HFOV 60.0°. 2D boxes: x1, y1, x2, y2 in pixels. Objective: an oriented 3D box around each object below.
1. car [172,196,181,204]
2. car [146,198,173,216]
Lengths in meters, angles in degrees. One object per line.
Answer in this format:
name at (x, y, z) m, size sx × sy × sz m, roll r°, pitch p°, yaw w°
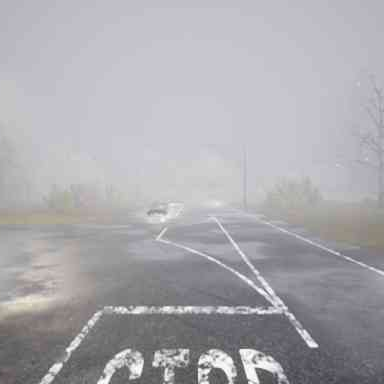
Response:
car at (-3.124, 1.533, 65.062) m, size 2.128 × 1.511 × 4.902 m, roll 0°, pitch 0°, yaw 0°
car at (-3.267, 1.573, 32.710) m, size 2.033 × 1.411 × 5.357 m, roll 0°, pitch 0°, yaw 0°
